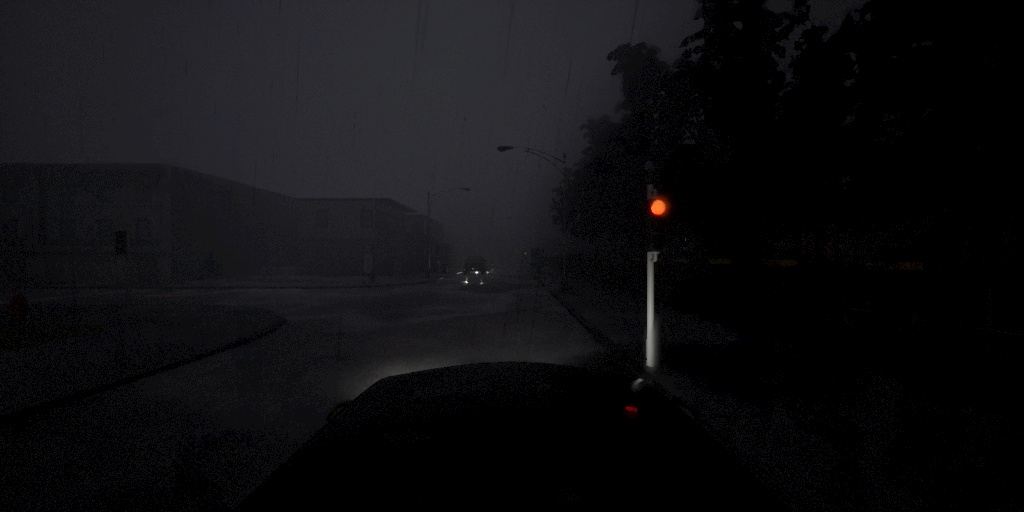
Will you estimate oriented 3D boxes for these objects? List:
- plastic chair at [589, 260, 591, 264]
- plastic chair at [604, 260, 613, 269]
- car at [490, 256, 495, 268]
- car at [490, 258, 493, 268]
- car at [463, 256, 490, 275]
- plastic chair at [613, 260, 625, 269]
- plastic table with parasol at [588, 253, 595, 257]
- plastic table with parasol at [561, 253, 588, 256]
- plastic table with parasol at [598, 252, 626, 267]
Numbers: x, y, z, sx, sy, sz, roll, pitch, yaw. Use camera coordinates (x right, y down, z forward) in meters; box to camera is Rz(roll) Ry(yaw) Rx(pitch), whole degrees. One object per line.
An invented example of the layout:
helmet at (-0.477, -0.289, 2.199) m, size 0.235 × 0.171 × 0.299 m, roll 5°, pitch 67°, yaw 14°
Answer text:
plastic chair at (13.769, 1.304, 62.410) m, size 0.730 × 1.272 × 0.750 m, roll 0°, pitch 0°, yaw -35°
plastic chair at (14.363, 1.306, 54.181) m, size 0.730 × 1.272 × 0.750 m, roll 0°, pitch 0°, yaw -35°
car at (-4.023, 0.971, 60.513) m, size 2.150 × 2.045 × 5.566 m, roll 0°, pitch 0°, yaw 1°
car at (-4.053, 1.351, 50.320) m, size 1.895 × 1.301 × 4.718 m, roll 0°, pitch 0°, yaw 0°
car at (-4.067, 0.971, 40.143) m, size 2.150 × 2.045 × 5.566 m, roll 0°, pitch 0°, yaw 0°
plastic chair at (16.069, 1.296, 54.083) m, size 0.750 × 1.272 × 0.730 m, roll 0°, pitch 0°, yaw -40°
plastic table with parasol at (14.722, 0.673, 63.297) m, size 2.482 × 2.480 × 2.482 m, roll 0°, pitch 0°, yaw -42°
plastic table with parasol at (10.020, 0.684, 57.826) m, size 2.482 × 2.480 × 2.482 m, roll 0°, pitch 0°, yaw -40°
plastic table with parasol at (15.337, 0.694, 55.082) m, size 2.482 × 2.480 × 2.482 m, roll 0°, pitch 0°, yaw -40°
